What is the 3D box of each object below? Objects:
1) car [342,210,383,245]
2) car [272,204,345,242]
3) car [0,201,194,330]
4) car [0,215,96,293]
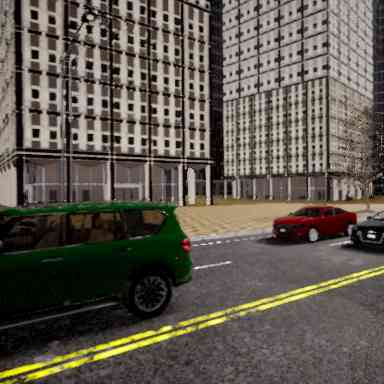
[{"bbox_3d":[8.363,1.471,13.679,4.181,1.385,1.994,0,0,-36],"label":"car"},{"bbox_3d":[5.978,1.384,15.964,5.008,1.535,1.882,0,0,-36],"label":"car"},{"bbox_3d":[-2.577,1.208,5.838,5.566,2.045,2.150,0,0,-35],"label":"car"},{"bbox_3d":[-5.088,1.478,8.046,4.902,1.511,2.128,0,0,-35],"label":"car"}]
